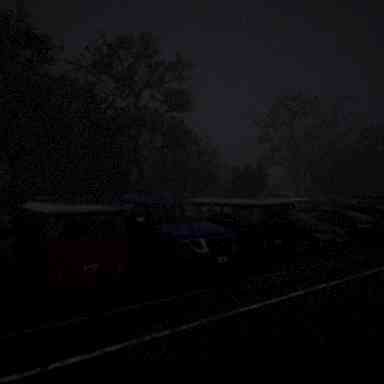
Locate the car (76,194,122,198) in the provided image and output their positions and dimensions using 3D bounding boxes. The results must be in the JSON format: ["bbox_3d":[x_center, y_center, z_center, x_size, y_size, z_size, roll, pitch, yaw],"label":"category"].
[{"bbox_3d":[-6.729,1.191,21.853,2.435,2.045,5.566,0,0,-36],"label":"car"}]

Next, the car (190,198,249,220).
[{"bbox_3d":[2.221,1.325,28.434,1.946,1.575,5.366,-1,1,-35],"label":"car"}]

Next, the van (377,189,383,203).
[{"bbox_3d":[29.365,0.615,47.730,1.878,1.987,4.442,-1,1,-36],"label":"van"}]

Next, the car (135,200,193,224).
[{"bbox_3d":[-2.209,1.421,25.080,2.163,1.488,4.792,-1,0,-36],"label":"car"}]

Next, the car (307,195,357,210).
[{"bbox_3d":[15.880,1.089,37.967,2.231,1.521,4.892,-1,1,-36],"label":"car"}]

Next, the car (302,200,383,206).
[{"bbox_3d":[8.204,1.384,16.444,2.163,1.488,4.792,-1,1,-36],"label":"car"}]

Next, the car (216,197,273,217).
[{"bbox_3d":[4.592,1.291,29.893,2.097,1.535,5.008,-1,1,-36],"label":"car"}]

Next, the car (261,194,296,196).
[{"bbox_3d":[6.853,1.254,31.507,2.231,1.521,4.892,-1,1,-36],"label":"car"}]

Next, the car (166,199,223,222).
[{"bbox_3d":[0.090,1.393,26.650,2.163,1.488,4.792,-1,0,-36],"label":"car"}]

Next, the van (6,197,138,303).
[{"bbox_3d":[-3.261,1.250,8.365,1.878,1.987,4.442,0,0,-36],"label":"van"}]

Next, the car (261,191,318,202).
[{"bbox_3d":[9.121,0.960,33.098,2.435,2.045,5.566,-1,1,-36],"label":"car"}]

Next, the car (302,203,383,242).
[{"bbox_3d":[5.938,1.424,14.786,2.002,1.452,4.674,-1,0,-36],"label":"car"}]

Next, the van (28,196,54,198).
[{"bbox_3d":[-9.039,1.236,20.312,1.878,1.987,4.442,0,0,-36],"label":"van"}]

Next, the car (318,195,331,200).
[{"bbox_3d":[11.363,1.170,34.741,2.097,1.535,5.008,-1,1,-36],"label":"car"}]

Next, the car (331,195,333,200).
[{"bbox_3d":[13.622,1.129,36.354,2.097,1.535,5.008,-1,1,-36],"label":"car"}]

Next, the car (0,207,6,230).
[{"bbox_3d":[-11.336,1.478,18.757,1.946,1.575,5.366,0,0,-36],"label":"car"}]

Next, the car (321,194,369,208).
[{"bbox_3d":[18.125,1.076,39.598,2.163,1.488,4.792,-1,1,-36],"label":"car"}]

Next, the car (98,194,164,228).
[{"bbox_3d":[-4.436,1.166,23.420,2.435,2.045,5.566,-1,0,-36],"label":"car"}]

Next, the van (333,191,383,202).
[{"bbox_3d":[10.432,1.092,18.142,1.878,1.987,4.442,-1,1,-36],"label":"van"}]

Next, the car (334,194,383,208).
[{"bbox_3d":[20.508,1.003,41.035,1.946,1.575,5.366,-1,1,-36],"label":"car"}]

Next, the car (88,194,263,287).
[{"bbox_3d":[-0.895,1.205,9.877,2.435,2.045,5.566,0,0,-36],"label":"car"}]

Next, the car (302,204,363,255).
[{"bbox_3d":[3.651,1.412,13.165,2.231,1.521,4.892,-1,0,-36],"label":"car"}]

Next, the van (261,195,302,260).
[{"bbox_3d":[1.300,1.211,11.622,1.878,1.987,4.442,-1,0,-36],"label":"van"}]
